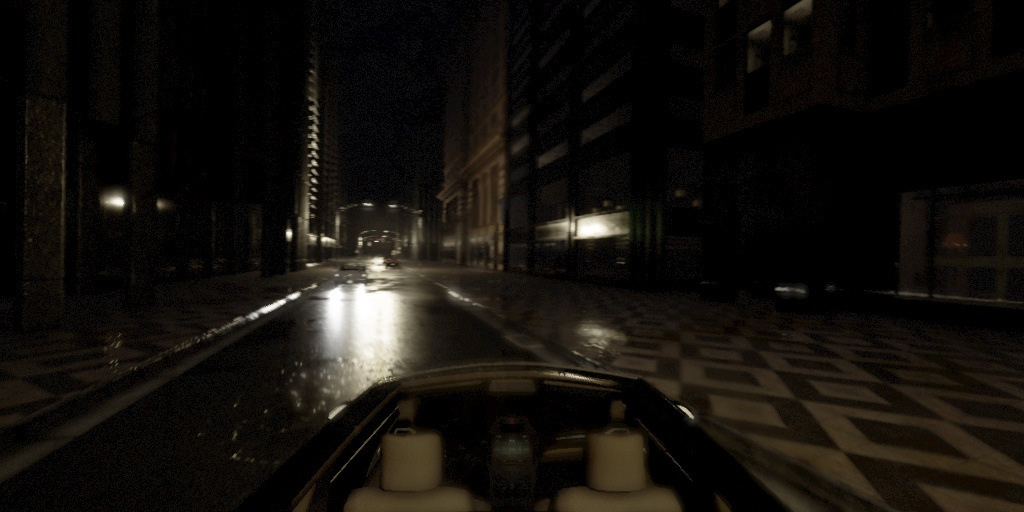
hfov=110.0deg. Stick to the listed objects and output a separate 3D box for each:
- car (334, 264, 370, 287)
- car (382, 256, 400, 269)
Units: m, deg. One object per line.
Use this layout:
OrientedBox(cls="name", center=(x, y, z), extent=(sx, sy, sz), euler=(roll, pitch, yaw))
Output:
OrientedBox(cls="car", center=(-10.189, 1.181, 23.008), extent=(1.895, 1.301, 4.718), euler=(1, 0, -20))
OrientedBox(cls="car", center=(-16.590, 0.942, 49.598), extent=(1.882, 1.535, 5.008), euler=(1, 0, -20))
